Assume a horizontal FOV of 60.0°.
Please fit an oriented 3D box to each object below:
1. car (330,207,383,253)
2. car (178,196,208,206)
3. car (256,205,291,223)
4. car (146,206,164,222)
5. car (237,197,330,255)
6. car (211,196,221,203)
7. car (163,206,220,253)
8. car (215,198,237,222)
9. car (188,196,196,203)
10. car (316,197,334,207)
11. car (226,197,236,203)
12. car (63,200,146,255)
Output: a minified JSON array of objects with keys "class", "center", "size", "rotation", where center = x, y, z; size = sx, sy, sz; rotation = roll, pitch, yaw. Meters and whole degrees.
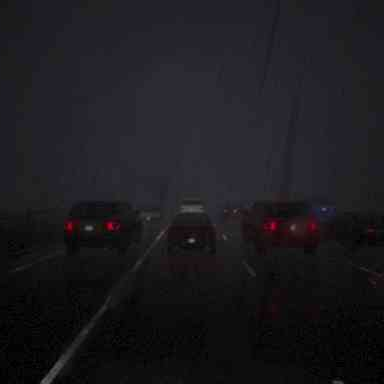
[{"class":"car","center":[6.994,1.627,14.304],"size":[2.128,1.511,4.902],"rotation":[0,0,0]},{"class":"car","center":[-0.019,1.489,29.035],"size":[2.150,2.045,5.566],"rotation":[0,0,0]},{"class":"car","center":[6.982,1.874,29.113],"size":[1.895,1.301,4.718],"rotation":[0,0,0]},{"class":"car","center":[-3.522,1.874,29.107],"size":[1.895,1.301,4.718],"rotation":[0,0,0]},{"class":"car","center":[3.491,1.349,14.022],"size":[2.150,2.045,5.566],"rotation":[0,0,0]},{"class":"car","center":[6.934,2.051,91.290],"size":[2.150,2.045,5.566],"rotation":[0,-1,0]},{"class":"car","center":[-0.004,1.614,14.485],"size":[1.882,1.535,5.008],"rotation":[0,0,0]},{"class":"car","center":[3.482,1.623,29.090],"size":[2.097,1.767,4.553],"rotation":[0,-1,0]},{"class":"car","center":[-0.066,2.051,91.285],"size":[2.150,2.045,5.566],"rotation":[0,-1,0]},{"class":"car","center":[10.481,1.489,29.025],"size":[2.150,2.045,5.566],"rotation":[0,0,0]},{"class":"car","center":[10.436,2.223,88.763],"size":[2.128,1.511,4.902],"rotation":[0,-1,0]},{"class":"car","center":[-3.509,1.349,14.024],"size":[2.150,2.045,5.566],"rotation":[0,0,0]}]
